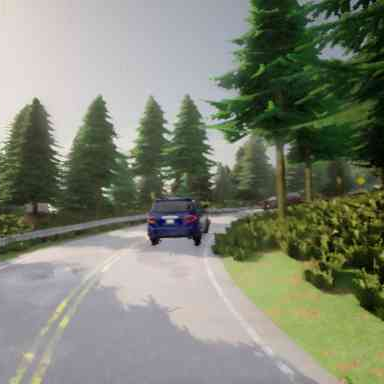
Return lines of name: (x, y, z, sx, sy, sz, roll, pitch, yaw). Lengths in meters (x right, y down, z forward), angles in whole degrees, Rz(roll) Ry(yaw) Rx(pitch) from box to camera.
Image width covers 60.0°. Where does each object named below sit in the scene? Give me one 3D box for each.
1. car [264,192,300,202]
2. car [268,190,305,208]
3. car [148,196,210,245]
car: (8.535, 1.042, 32.035, 1.812, 1.442, 4.674, -6, -2, 43)
car: (11.280, 0.851, 39.697, 4.553, 1.767, 2.097, -3, -2, -44)
car: (-0.478, 1.213, 15.637, 2.150, 2.045, 5.566, -2, 0, 8)
